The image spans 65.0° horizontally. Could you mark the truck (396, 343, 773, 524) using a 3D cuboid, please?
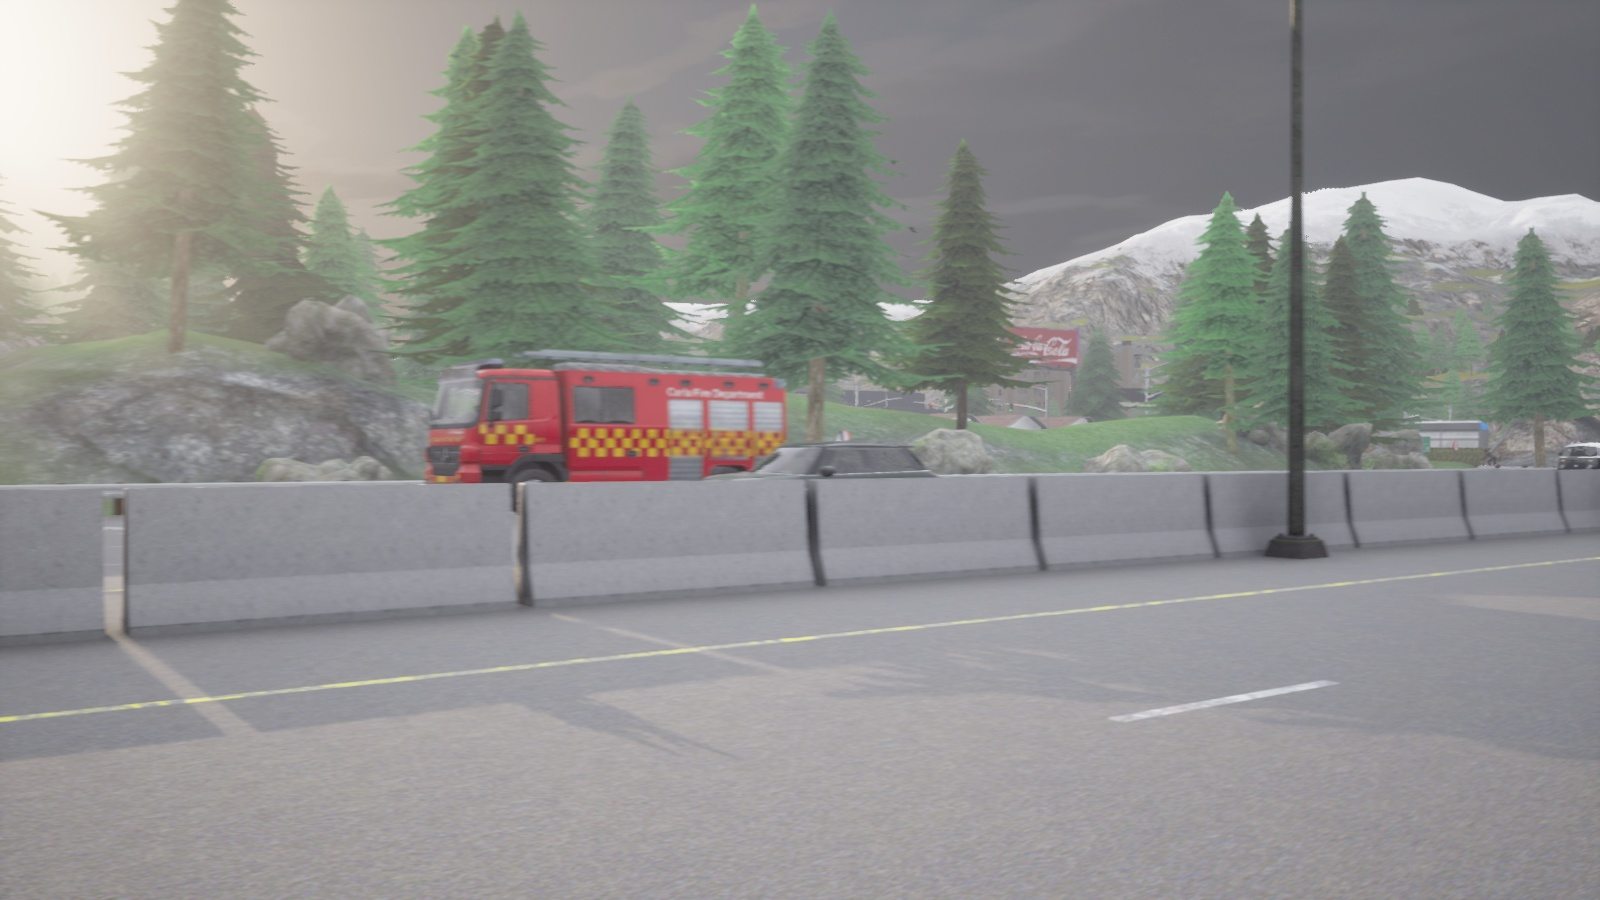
[{"bbox_3d":[-4.973,-0.347,30.035,8.468,3.827,2.891,0,0,-35],"label":"truck"}]

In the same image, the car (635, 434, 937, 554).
[{"bbox_3d":[-0.170,0.644,20.585,4.553,1.767,2.097,0,0,-35],"label":"car"}]

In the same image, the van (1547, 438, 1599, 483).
[{"bbox_3d":[37.674,0.495,59.659,4.480,2.038,2.069,0,0,-35],"label":"van"}]
